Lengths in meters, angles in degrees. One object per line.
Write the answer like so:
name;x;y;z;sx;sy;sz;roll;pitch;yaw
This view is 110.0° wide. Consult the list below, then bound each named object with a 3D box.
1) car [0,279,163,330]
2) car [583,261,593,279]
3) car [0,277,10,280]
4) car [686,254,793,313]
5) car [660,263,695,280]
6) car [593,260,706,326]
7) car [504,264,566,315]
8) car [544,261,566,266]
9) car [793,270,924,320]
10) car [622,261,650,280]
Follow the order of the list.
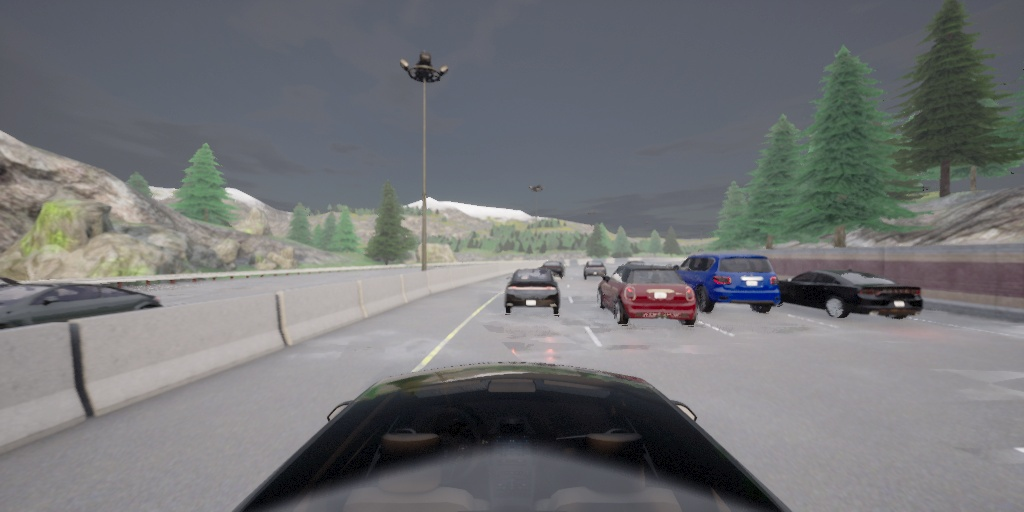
car;-10.306;1.284;7.811;1.994;1.385;4.181;0;0;3
car;7.117;1.173;30.805;2.128;1.511;4.902;0;0;13
car;-13.866;1.196;6.741;1.882;1.535;5.008;0;0;3
car;7.853;0.948;14.006;2.150;2.045;5.566;0;0;6
car;14.416;1.290;31.442;1.895;1.301;4.718;0;0;13
car;4.178;1.080;11.801;2.097;1.767;4.553;0;0;5
car;0.809;1.211;13.436;2.128;1.511;4.902;0;0;5
car;3.669;1.153;31.421;1.882;1.535;5.008;0;0;13
car;11.260;1.213;12.679;1.882;1.535;5.008;0;0;5
car;10.962;1.188;31.905;1.837;1.490;4.892;0;0;13
